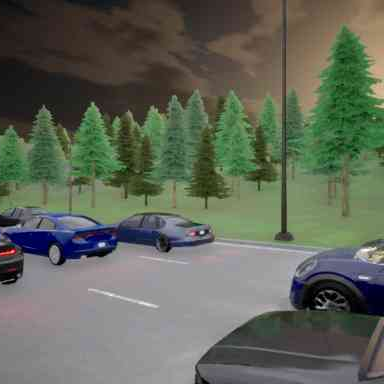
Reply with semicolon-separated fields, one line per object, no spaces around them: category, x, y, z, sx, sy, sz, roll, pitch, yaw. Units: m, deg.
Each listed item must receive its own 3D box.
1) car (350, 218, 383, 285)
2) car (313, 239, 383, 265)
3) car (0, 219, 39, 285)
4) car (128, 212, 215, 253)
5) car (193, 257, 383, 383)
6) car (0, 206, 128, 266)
car;6.596;1.503;7.859;4.892;1.490;1.837;-1;0;36
car;3.997;1.352;5.397;4.553;1.767;2.097;0;0;36
car;-6.083;1.505;8.284;4.892;1.490;1.837;0;0;36
car;-1.673;1.547;13.757;5.357;1.411;2.033;0;0;35
car;2.541;1.547;2.120;5.357;1.411;2.033;0;0;36
car;-4.797;1.478;11.685;5.008;1.535;1.882;0;0;35
